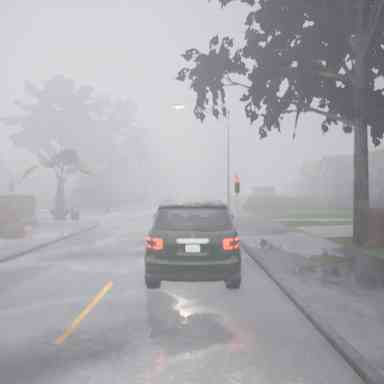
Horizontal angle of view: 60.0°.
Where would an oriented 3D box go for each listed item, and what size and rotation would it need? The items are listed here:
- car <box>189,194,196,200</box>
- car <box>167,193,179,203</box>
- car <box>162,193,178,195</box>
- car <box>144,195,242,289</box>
[{"bbox_3d":[0.013,1.272,88.239,1.812,1.442,4.674,0,0,0],"label":"car"},{"bbox_3d":[-3.989,1.157,70.771,2.150,2.045,5.566,0,0,0],"label":"car"},{"bbox_3d":[-4.068,1.167,55.084,2.150,2.045,5.566,0,0,1],"label":"car"},{"bbox_3d":[0.038,1.212,9.283,2.150,2.045,5.566,0,0,0],"label":"car"}]
